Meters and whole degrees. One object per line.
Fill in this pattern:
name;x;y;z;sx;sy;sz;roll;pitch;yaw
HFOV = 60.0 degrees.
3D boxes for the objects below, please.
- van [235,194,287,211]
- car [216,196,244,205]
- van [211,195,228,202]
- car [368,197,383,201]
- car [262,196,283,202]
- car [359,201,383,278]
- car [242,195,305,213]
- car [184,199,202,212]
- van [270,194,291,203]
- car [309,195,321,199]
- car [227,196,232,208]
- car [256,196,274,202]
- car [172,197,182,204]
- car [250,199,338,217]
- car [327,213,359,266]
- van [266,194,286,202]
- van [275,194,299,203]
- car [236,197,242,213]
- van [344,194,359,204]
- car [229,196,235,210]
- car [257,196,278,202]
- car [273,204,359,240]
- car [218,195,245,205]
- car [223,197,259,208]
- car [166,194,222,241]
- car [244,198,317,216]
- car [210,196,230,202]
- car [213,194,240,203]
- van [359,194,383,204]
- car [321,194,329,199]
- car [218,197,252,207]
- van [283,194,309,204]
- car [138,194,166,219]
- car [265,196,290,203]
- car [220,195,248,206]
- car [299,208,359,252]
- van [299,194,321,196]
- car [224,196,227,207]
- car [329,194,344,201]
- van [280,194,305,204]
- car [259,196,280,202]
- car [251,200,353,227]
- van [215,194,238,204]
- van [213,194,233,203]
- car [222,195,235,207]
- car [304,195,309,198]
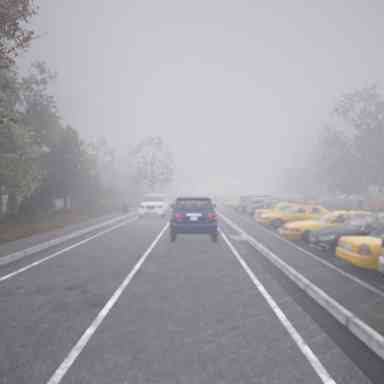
van;7.100;1.261;34.507;4.442;1.987;1.878;0;0;0
car;7.132;1.572;62.268;5.008;1.535;2.097;0;0;0
van;7.408;1.728;90.010;4.442;1.987;1.878;0;-1;0
car;20.053;1.471;31.591;5.008;1.535;2.097;0;0;0
car;20.334;1.838;84.201;4.892;1.521;2.231;0;-1;0
car;6.858;1.309;6.754;5.566;2.045;2.435;0;0;0
car;6.984;1.347;28.957;4.553;1.767;2.185;0;0;0
car;0.108;1.559;40.077;2.033;1.411;5.357;0;0;0
van;20.176;1.452;75.899;4.442;1.987;1.878;0;-1;0
car;20.134;1.522;48.213;5.008;1.535;2.097;0;0;0
car;6.985;1.534;40.059;4.792;1.488;2.163;0;0;0
car;20.354;1.870;92.514;4.553;1.767;2.185;0;-1;0
car;-3.126;1.769;71.022;1.895;1.301;4.718;0;-1;0
car;7.107;1.471;23.409;5.366;1.575;1.946;0;0;0
car;7.031;1.541;9.531;5.366;1.575;1.946;0;0;0
van;20.441;1.558;81.436;4.442;1.987;1.878;0;-1;0
van;20.147;1.364;70.508;4.442;1.987;1.878;0;-1;0
car;6.998;1.508;31.730;4.792;1.488;2.163;0;0;0
van;19.961;1.262;37.133;4.442;1.987;1.878;0;0;0
car;6.970;1.525;37.283;4.792;1.488;2.163;0;0;0
car;20.366;1.945;89.867;5.008;1.535;2.097;0;-1;0
car;6.690;1.510;15.085;5.366;1.575;1.946;0;0;0
car;7.091;1.438;59.492;4.553;1.767;2.185;0;0;0
car;7.067;1.531;48.387;4.892;1.521;2.231;0;0;0
car;0.078;1.211;16.705;2.150;2.045;5.566;0;0;0
car;6.931;1.471;26.177;4.892;1.521;2.231;0;0;0
car;7.282;1.900;87.230;5.008;1.535;2.097;0;-1;0
car;7.212;1.346;70.597;5.566;2.045;2.435;0;0;0
van;20.179;1.253;34.361;4.442;1.987;1.878;0;0;0
car;20.081;1.253;42.672;5.566;2.045;2.435;0;0;0
car;6.906;1.544;53.940;5.366;1.575;1.946;0;0;0
van;20.349;1.347;64.958;4.442;1.987;1.878;0;0;0
car;-3.363;1.219;29.812;2.150;2.045;5.566;0;0;0
car;20.124;1.728;78.662;5.366;1.575;1.946;0;-1;0
car;7.076;1.429;56.716;4.553;1.767;2.185;0;0;0
car;6.867;1.530;12.308;4.892;1.521;2.231;0;0;0
van;20.288;1.313;53.878;4.442;1.987;1.878;0;0;0
car;7.001;1.542;42.835;4.792;1.488;2.163;0;0;0
car;20.065;1.245;39.902;5.566;2.045;2.435;0;0;0
van;20.364;1.355;67.603;4.442;1.987;1.878;0;0;0
car;20.350;1.889;86.971;5.008;1.535;2.097;0;-1;0
car;6.722;1.481;20.758;5.366;1.575;1.946;0;0;0
van;7.052;1.363;67.822;4.442;1.987;1.878;0;0;0
van;7.098;1.462;76.133;4.442;1.987;1.878;0;-1;0
car;6.860;1.518;45.612;5.366;1.575;1.946;0;0;0
car;20.159;1.571;51.107;4.674;1.452;2.002;0;0;0
